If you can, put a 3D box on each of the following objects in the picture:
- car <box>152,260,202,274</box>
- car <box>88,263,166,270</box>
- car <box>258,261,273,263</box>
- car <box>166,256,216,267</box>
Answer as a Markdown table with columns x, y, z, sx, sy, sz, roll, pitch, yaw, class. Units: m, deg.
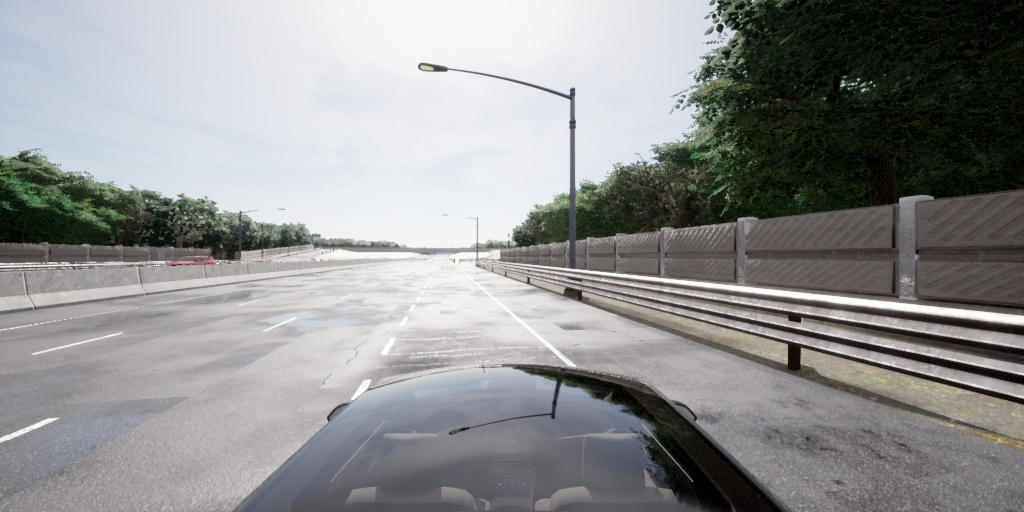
| x | y | z | sx | sy | sz | roll | pitch | yaw | class |
| --- | --- | --- | --- | --- | --- | --- | --- | --- | --- |
| -39.535 | 1.261 | 42.514 | 1.882 | 1.535 | 5.008 | 0 | 0 | -10 | car |
| -25.164 | 1.303 | 22.552 | 2.033 | 1.411 | 5.357 | 0 | 0 | -11 | car |
| -33.542 | 1.356 | 48.715 | 1.994 | 1.385 | 4.181 | 0 | 0 | -10 | car |
| -35.475 | 1.001 | 39.756 | 2.150 | 2.045 | 5.566 | 0 | 0 | -10 | car |
